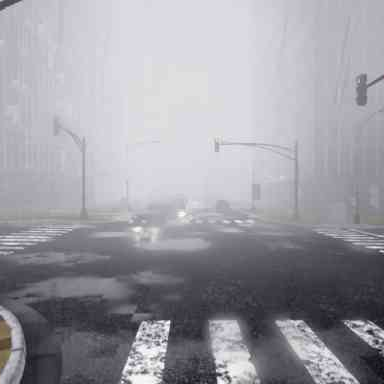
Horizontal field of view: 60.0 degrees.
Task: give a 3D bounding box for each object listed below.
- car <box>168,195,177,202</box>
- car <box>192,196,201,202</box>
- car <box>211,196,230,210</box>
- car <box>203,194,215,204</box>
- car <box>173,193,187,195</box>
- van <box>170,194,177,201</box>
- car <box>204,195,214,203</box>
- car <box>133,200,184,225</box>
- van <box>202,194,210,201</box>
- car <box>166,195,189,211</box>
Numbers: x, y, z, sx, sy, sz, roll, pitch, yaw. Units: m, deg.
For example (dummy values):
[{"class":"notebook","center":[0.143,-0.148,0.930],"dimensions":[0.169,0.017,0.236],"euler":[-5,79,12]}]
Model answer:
[{"class":"car","center":[-4.391,1.426,74.927],"dimensions":[1.967,1.590,4.097],"euler":[0,0,0]},{"class":"car","center":[0.942,1.512,73.102],"dimensions":[1.812,1.442,4.674],"euler":[0,0,0]},{"class":"car","center":[3.788,1.579,41.822],"dimensions":[1.947,1.339,4.313],"euler":[0,0,0]},{"class":"car","center":[3.572,1.313,63.930],"dimensions":[2.192,1.841,5.009],"euler":[0,0,0]},{"class":"car","center":[-1.771,1.221,58.737],"dimensions":[2.150,2.045,5.566],"euler":[0,0,0]},{"class":"van","center":[-4.433,1.321,80.454],"dimensions":[1.690,1.788,3.998],"euler":[0,0,0]},{"class":"car","center":[3.531,1.432,69.459],"dimensions":[1.967,1.590,4.097],"euler":[0,0,0]},{"class":"car","center":[-2.501,1.567,24.539],"dimensions":[2.033,1.411,5.357],"euler":[0,0,14]},{"class":"van","center":[3.447,1.321,80.513],"dimensions":[1.690,1.788,3.998],"euler":[0,0,0]},{"class":"car","center":[-1.667,1.505,40.833],"dimensions":[2.128,1.511,4.902],"euler":[0,0,0]}]
